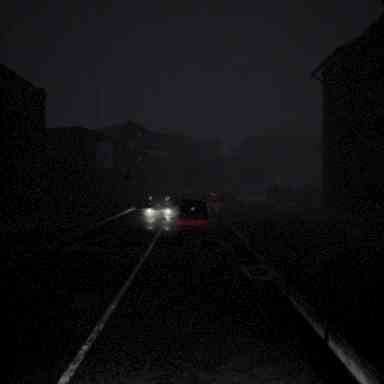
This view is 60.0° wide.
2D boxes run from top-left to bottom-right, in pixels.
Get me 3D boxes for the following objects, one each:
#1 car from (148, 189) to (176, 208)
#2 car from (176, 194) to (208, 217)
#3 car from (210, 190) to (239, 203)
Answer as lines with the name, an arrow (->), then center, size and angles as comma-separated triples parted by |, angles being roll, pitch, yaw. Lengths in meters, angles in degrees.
car -> -2.652, 0.508, 31.214 | 2.097, 1.767, 4.553 | 0, 2, 8
car -> 0.104, 0.875, 23.738 | 1.882, 1.535, 5.008 | 0, 1, 1
car -> 3.992, 0.503, 40.340 | 2.128, 1.511, 4.902 | 0, 0, 33
